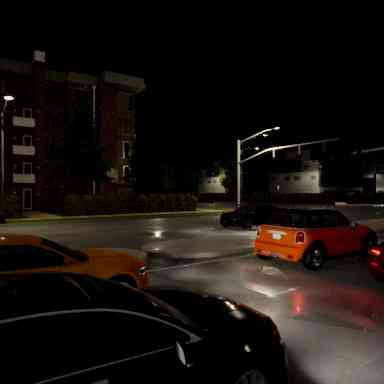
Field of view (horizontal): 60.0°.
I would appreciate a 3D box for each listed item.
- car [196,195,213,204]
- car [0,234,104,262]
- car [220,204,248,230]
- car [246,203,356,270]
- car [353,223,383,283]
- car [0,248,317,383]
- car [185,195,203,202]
[{"bbox_3d":[2.173,1.563,63.835,1.994,1.385,4.181,0,0,-35],"label":"car"},{"bbox_3d":[-3.147,1.478,5.803,5.008,1.535,1.882,0,0,-35],"label":"car"},{"bbox_3d":[3.968,1.477,21.074,5.008,1.535,1.882,0,0,-37],"label":"car"},{"bbox_3d":[4.272,1.352,11.205,4.553,1.767,2.097,0,0,-35],"label":"car"},{"bbox_3d":[6.258,1.525,8.330,4.674,1.442,1.812,0,0,-34],"label":"car"},{"bbox_3d":[-1.208,1.505,2.888,4.892,1.490,1.837,0,0,-36],"label":"car"},{"bbox_3d":[0.493,1.523,78.375,1.812,1.442,4.674,0,0,-35],"label":"car"}]
